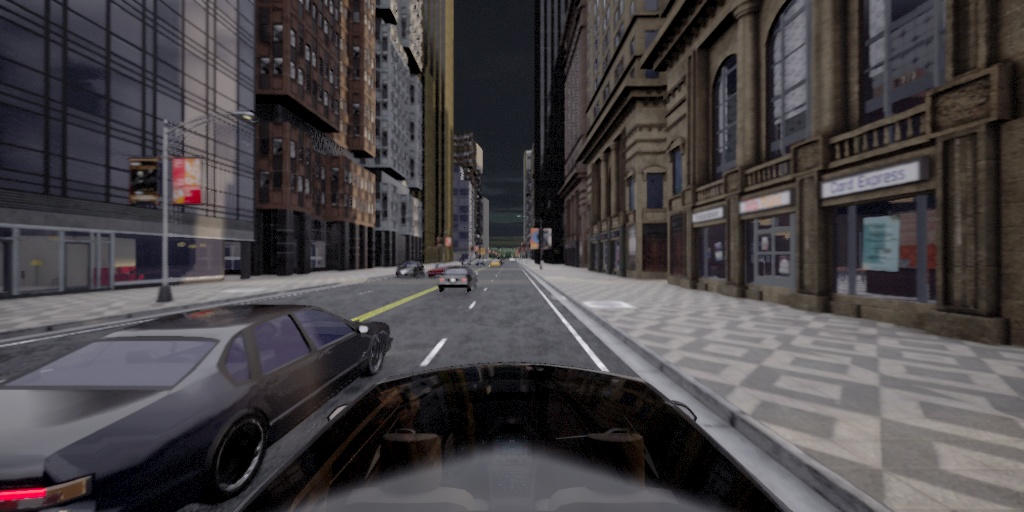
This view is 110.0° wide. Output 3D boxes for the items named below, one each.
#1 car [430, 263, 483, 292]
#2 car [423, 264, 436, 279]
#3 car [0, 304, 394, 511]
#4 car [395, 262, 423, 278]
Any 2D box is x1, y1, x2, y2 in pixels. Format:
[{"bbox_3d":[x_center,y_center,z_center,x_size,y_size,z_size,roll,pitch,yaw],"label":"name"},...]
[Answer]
[{"bbox_3d":[-3.148,1.333,21.569,2.033,1.411,5.357,0,0,0],"label":"car"},{"bbox_3d":[-6.593,1.411,33.780,1.895,1.301,4.718,0,0,0],"label":"car"},{"bbox_3d":[-3.148,1.302,4.328,2.033,1.411,5.357,0,0,0],"label":"car"},{"bbox_3d":[-9.838,1.306,34.962,2.128,1.511,4.902,0,0,0],"label":"car"}]
